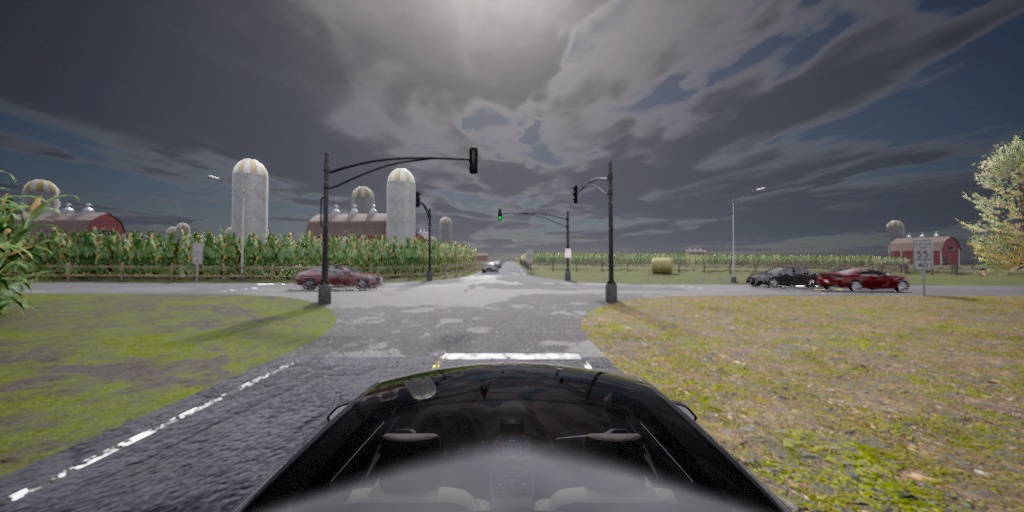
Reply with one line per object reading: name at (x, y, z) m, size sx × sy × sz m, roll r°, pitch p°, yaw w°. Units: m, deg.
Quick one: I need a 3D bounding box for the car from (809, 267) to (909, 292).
car at (22.300, 1.469, 22.820) m, size 5.008 × 1.535 × 1.882 m, roll 1°, pitch -1°, yaw -4°

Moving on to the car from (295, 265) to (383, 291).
car at (-9.923, 1.237, 20.718) m, size 4.674 × 1.442 × 1.812 m, roll 1°, pitch -1°, yaw -3°

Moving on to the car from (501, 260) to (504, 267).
car at (-2.797, 1.531, 62.273) m, size 2.033 × 1.411 × 5.357 m, roll 0°, pitch 0°, yaw 0°

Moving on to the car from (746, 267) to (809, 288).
car at (19.815, 1.559, 26.254) m, size 4.892 × 1.490 × 1.837 m, roll 0°, pitch -1°, yaw -4°

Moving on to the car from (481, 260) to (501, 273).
car at (-2.774, 1.474, 45.661) m, size 1.994 × 1.385 × 4.181 m, roll 0°, pitch 0°, yaw 0°
